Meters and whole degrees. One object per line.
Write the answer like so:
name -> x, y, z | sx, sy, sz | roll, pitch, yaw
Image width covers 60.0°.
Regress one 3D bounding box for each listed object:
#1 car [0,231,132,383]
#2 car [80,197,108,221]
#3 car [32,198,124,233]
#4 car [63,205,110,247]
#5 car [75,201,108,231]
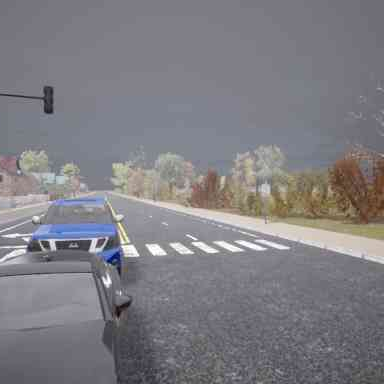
car -> -1.734, 1.524, 3.941 | 1.812, 1.442, 4.674 | 0, 0, -13
car -> -8.069, 1.337, 27.605 | 2.097, 1.767, 4.553 | 0, 0, -15
car -> -3.350, 1.218, 10.036 | 2.150, 2.045, 5.566 | 0, 0, -15
car -> -4.985, 1.498, 16.115 | 1.837, 1.490, 4.892 | 0, 0, -15
car -> -6.531, 1.468, 21.866 | 1.882, 1.535, 5.008 | 0, 0, -15
